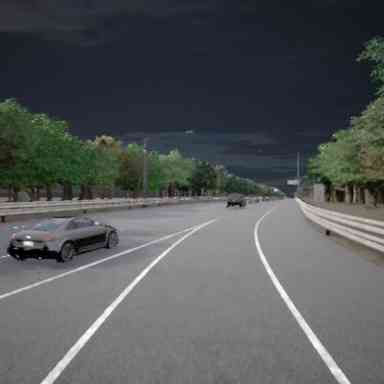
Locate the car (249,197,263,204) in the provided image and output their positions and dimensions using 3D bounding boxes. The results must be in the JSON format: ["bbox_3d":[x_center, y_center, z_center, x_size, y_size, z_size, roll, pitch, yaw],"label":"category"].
[{"bbox_3d":[13.784,1.809,73.248,2.033,1.411,5.357,0,-1,17],"label":"car"}]

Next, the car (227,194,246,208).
[{"bbox_3d":[6.597,1.307,49.196,2.150,2.045,5.566,0,0,17],"label":"car"}]

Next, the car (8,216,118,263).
[{"bbox_3d":[-4.394,1.543,12.023,1.994,1.385,4.181,0,0,16],"label":"car"}]
